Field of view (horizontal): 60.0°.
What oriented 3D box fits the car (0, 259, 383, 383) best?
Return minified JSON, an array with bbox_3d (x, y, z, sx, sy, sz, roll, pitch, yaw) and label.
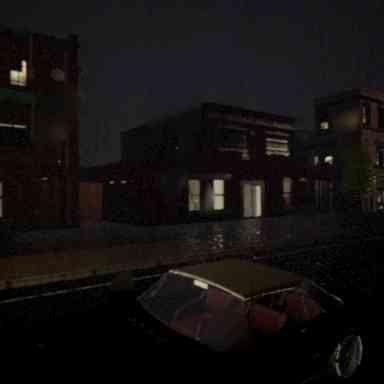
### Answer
[{"bbox_3d":[0.214,1.593,3.833,4.718,1.301,1.895,0,0,-35],"label":"car"}]
